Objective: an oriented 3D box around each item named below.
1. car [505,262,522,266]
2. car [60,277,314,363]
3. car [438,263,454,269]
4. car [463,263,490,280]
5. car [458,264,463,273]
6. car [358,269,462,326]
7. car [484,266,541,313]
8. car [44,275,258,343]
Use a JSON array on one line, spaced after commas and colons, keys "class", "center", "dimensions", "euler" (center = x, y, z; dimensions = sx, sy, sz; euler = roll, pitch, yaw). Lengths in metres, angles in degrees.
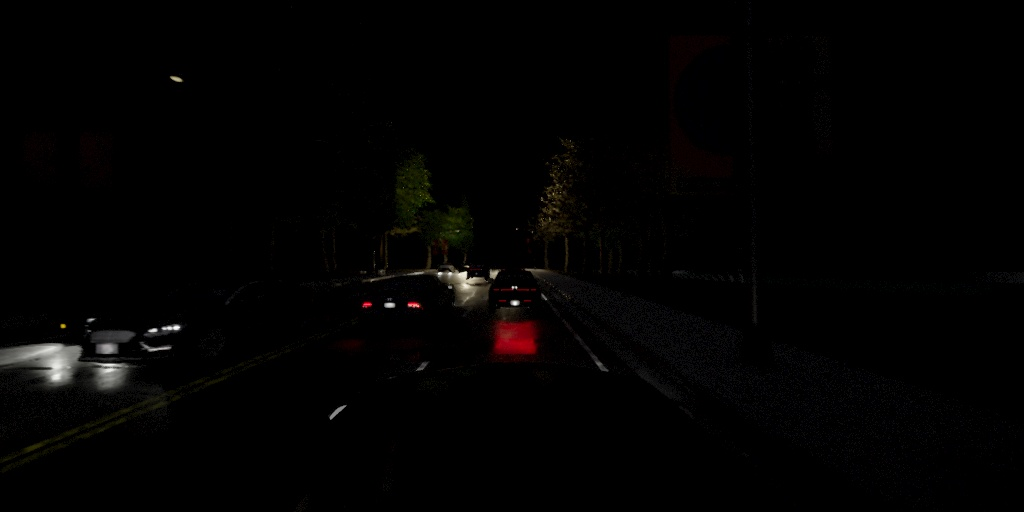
[{"class": "car", "center": [0.099, 1.293, 32.214], "dimensions": [2.097, 1.767, 4.553], "euler": [0, -1, 0]}, {"class": "car", "center": [-6.601, 1.259, 8.297], "dimensions": [2.128, 1.511, 4.902], "euler": [0, 0, 0]}, {"class": "car", "center": [-9.811, 1.771, 53.891], "dimensions": [1.812, 1.442, 4.674], "euler": [0, -1, 0]}, {"class": "car", "center": [-3.151, 1.443, 34.265], "dimensions": [1.882, 1.535, 5.008], "euler": [0, -1, 0]}, {"class": "car", "center": [-6.570, 1.756, 51.608], "dimensions": [2.033, 1.411, 5.357], "euler": [0, -1, 0]}, {"class": "car", "center": [-3.151, 1.329, 11.753], "dimensions": [2.033, 1.411, 5.357], "euler": [0, 0, 0]}, {"class": "car", "center": [0.100, 1.298, 14.169], "dimensions": [1.837, 1.490, 4.892], "euler": [0, 0, 0]}, {"class": "car", "center": [-9.849, 1.340, 10.407], "dimensions": [1.994, 1.385, 4.181], "euler": [0, 0, 0]}]
